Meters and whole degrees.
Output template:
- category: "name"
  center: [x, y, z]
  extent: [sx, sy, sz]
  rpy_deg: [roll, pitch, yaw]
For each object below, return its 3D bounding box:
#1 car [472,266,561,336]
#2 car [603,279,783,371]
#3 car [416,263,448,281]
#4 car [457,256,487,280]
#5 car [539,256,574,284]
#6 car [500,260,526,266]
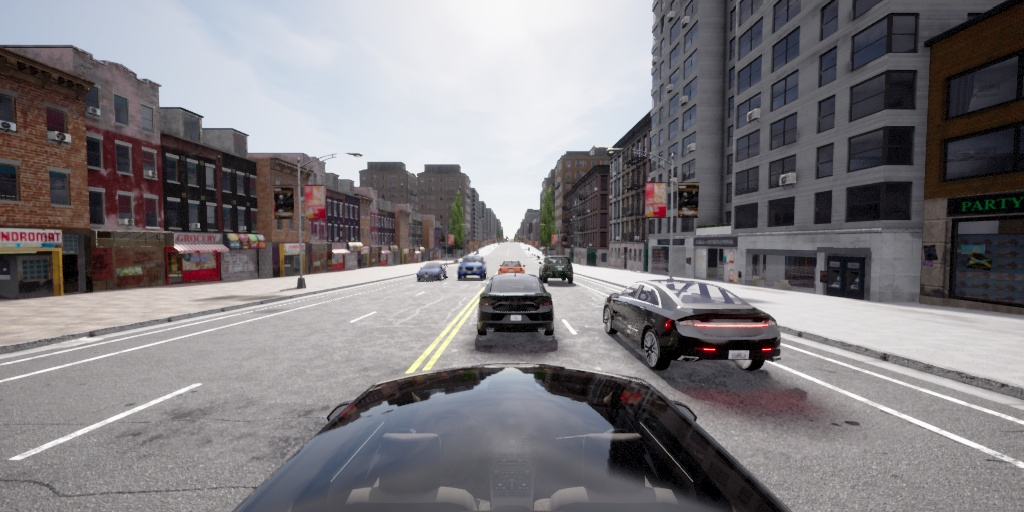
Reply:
- category: "car"
  center: [0.086, 1.233, 10.479]
  extent: [1.882, 1.535, 5.008]
  rpy_deg: [0, 0, 0]
- category: "car"
  center: [3.338, 1.243, 7.701]
  extent: [2.128, 1.511, 4.902]
  rpy_deg: [0, 0, 0]
- category: "car"
  center: [-6.639, 1.300, 30.107]
  extent: [1.812, 1.442, 4.674]
  rpy_deg: [0, 0, 0]
- category: "car"
  center: [-3.403, 0.996, 31.515]
  extent: [2.150, 2.045, 5.566]
  rpy_deg: [0, 0, 0]
- category: "car"
  center: [3.312, 0.994, 27.537]
  extent: [2.150, 2.045, 5.566]
  rpy_deg: [0, 0, 0]
- category: "car"
  center: [0.027, 1.126, 29.614]
  extent: [2.097, 1.767, 4.553]
  rpy_deg: [0, 0, 3]
